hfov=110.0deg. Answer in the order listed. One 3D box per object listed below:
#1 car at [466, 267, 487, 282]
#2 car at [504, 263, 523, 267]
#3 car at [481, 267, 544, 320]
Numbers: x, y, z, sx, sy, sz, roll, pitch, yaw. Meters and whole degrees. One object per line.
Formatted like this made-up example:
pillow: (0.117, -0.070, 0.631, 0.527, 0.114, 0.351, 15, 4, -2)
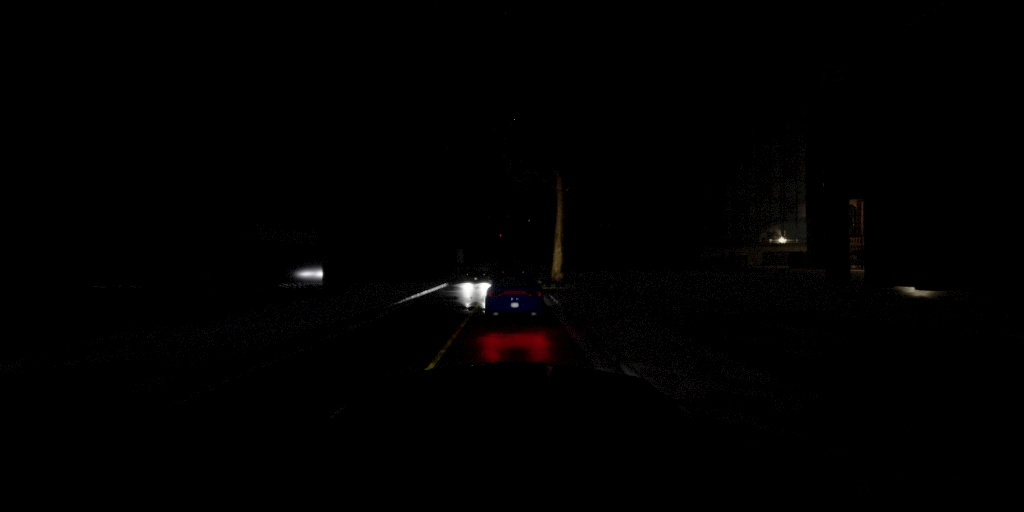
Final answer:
car: (-3.067, 1.645, 32.659, 1.895, 1.301, 4.718, 0, -1, 0)
car: (0.113, 1.359, 28.893, 2.097, 1.767, 4.553, 0, -1, 0)
car: (0.095, 1.337, 13.271, 1.882, 1.535, 5.008, 0, 0, 0)
